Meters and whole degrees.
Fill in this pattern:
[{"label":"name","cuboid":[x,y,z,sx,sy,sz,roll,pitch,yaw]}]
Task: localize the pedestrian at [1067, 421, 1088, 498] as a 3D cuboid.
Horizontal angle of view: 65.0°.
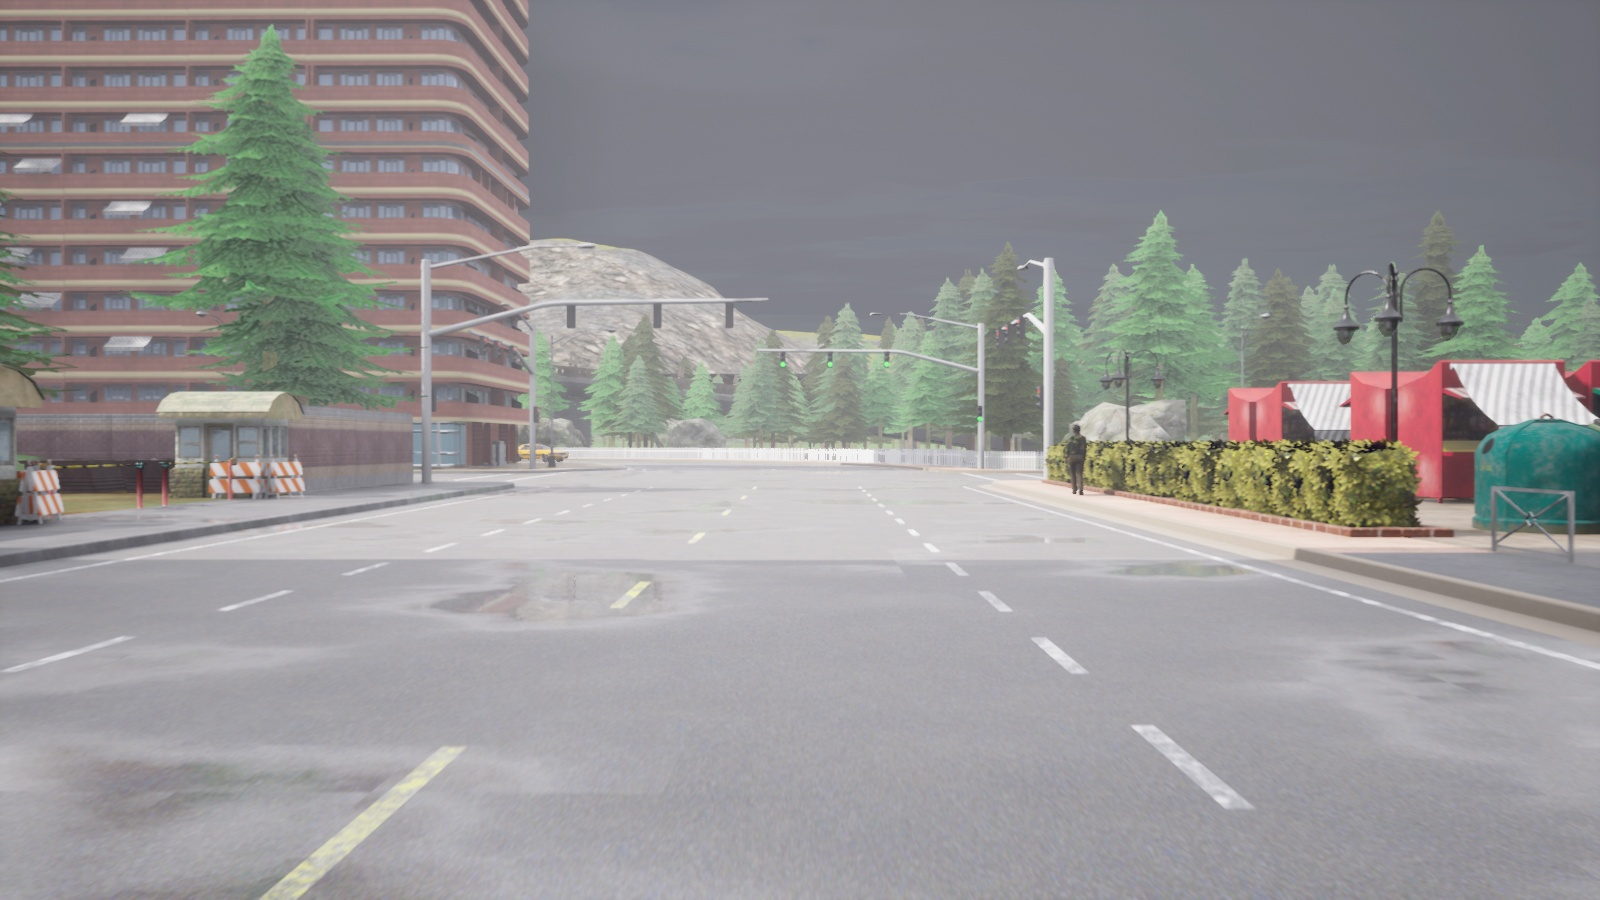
[{"label":"pedestrian","cuboid":[7.006,0.227,31.731,0.395,1.930,0.692,0,0,2]}]
